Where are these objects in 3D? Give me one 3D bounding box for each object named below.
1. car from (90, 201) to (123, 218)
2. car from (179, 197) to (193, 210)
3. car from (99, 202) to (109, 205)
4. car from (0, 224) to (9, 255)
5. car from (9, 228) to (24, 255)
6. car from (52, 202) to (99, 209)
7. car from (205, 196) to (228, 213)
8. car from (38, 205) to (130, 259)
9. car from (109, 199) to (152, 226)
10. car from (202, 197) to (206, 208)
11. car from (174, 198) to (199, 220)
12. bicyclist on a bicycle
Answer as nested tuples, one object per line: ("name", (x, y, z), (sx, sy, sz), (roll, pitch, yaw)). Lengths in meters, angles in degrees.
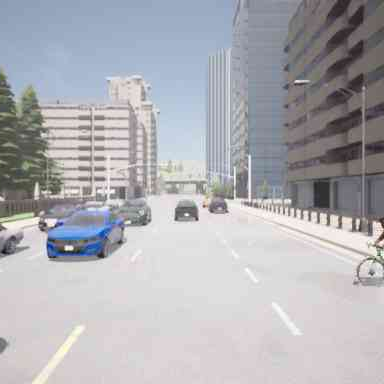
("car", (-7.672, 1.558, 30.282), (1.895, 1.301, 4.718), (0, 0, -1))
("car", (-0.804, 1.463, 43.610), (1.812, 1.442, 4.674), (0, 0, -1))
("car", (-7.514, 1.490, 25.512), (1.812, 1.442, 4.674), (0, 0, -1))
("car", (-3.621, 1.348, 2.402), (2.097, 1.767, 4.553), (0, 0, -1))
("car", (-7.293, 1.586, 10.430), (1.895, 1.301, 4.718), (0, 0, -1))
("car", (-7.489, 1.464, 20.001), (2.128, 1.511, 4.902), (0, 0, -1))
("car", (2.826, 1.452, 36.666), (1.837, 1.490, 4.892), (0, 0, -1))
("car", (-3.838, 1.459, 12.737), (1.882, 1.535, 5.008), (0, 0, -1))
("car", (-4.050, 1.319, 23.213), (2.097, 1.767, 4.553), (0, 0, -1))
("car", (2.591, 1.286, 46.775), (2.097, 1.767, 4.553), (0, 0, -1))
("car", (-0.455, 1.465, 27.519), (1.837, 1.490, 4.892), (0, 0, -1))
("bicyclist on a bicycle", (4.660, 1.413, 7.767), (1.656, 1.620, 0.582), (0, 0, -1))
